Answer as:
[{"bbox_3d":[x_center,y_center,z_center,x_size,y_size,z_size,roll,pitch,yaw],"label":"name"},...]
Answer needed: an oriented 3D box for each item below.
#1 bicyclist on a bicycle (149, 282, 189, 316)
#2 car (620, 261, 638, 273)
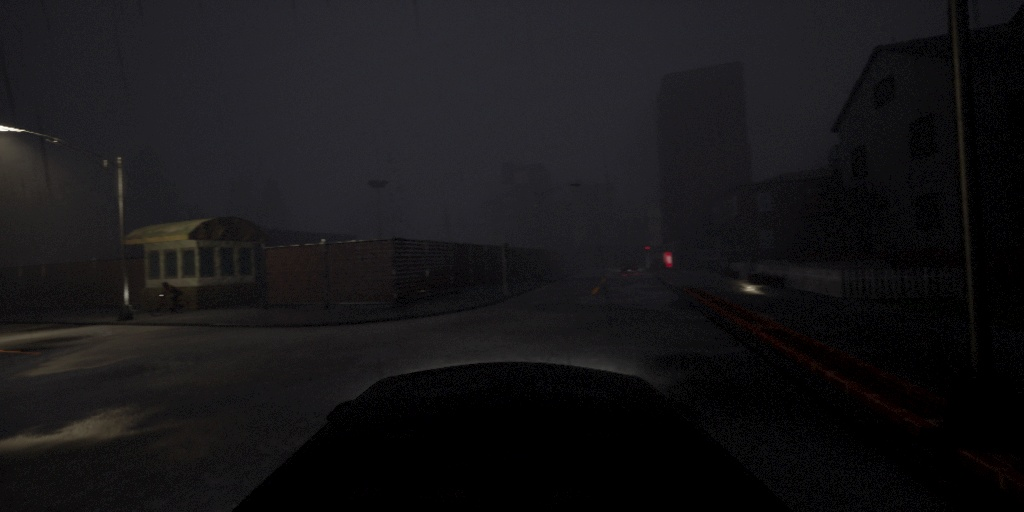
[{"bbox_3d":[-16.900,2.096,17.695,0.582,1.620,1.656,-3,0,18],"label":"bicyclist on a bicycle"},{"bbox_3d":[13.068,1.209,40.067,1.895,1.301,4.718,-3,-1,18],"label":"car"}]
